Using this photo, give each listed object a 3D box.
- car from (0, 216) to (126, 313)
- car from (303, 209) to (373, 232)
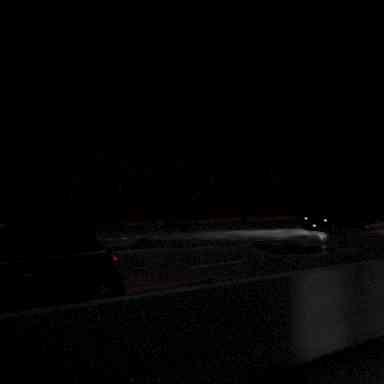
[{"bbox_3d":[-3.522,1.328,5.594,4.553,1.767,2.097,1,0,-35],"label":"car"},{"bbox_3d":[9.490,1.793,21.577,4.718,1.301,1.895,1,0,-29],"label":"car"}]
